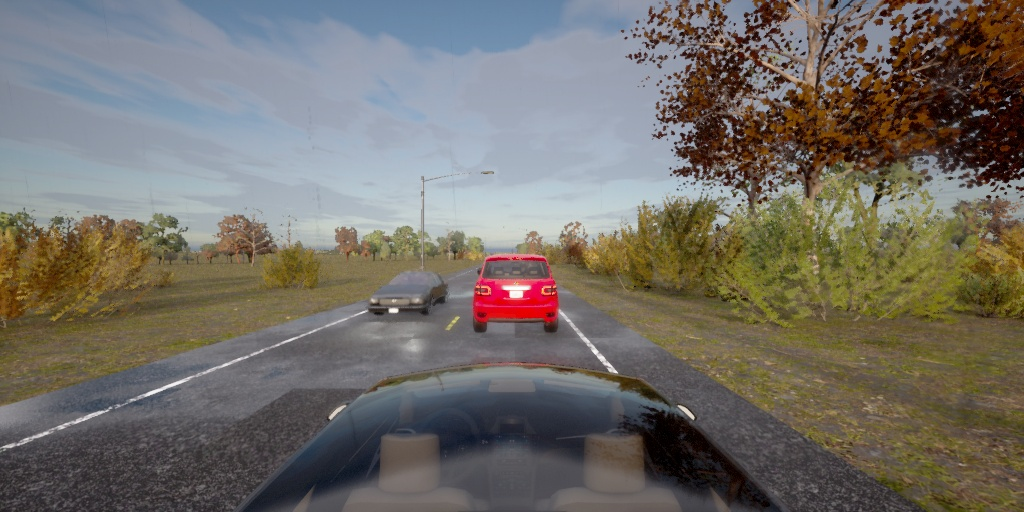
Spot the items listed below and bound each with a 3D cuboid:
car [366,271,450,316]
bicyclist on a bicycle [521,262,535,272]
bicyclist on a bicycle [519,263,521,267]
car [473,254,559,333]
[{"bbox_3d":[-3.624,1.293,13.652,2.033,1.411,5.357,0,0,0],"label":"car"},{"bbox_3d":[0.932,1.114,18.614,0.659,1.776,1.843,0,0,0],"label":"bicyclist on a bicycle"},{"bbox_3d":[0.887,1.111,28.627,0.659,1.776,1.843,0,0,0],"label":"bicyclist on a bicycle"},{"bbox_3d":[0.086,0.968,10.907,2.150,2.045,5.566,0,0,0],"label":"car"}]
